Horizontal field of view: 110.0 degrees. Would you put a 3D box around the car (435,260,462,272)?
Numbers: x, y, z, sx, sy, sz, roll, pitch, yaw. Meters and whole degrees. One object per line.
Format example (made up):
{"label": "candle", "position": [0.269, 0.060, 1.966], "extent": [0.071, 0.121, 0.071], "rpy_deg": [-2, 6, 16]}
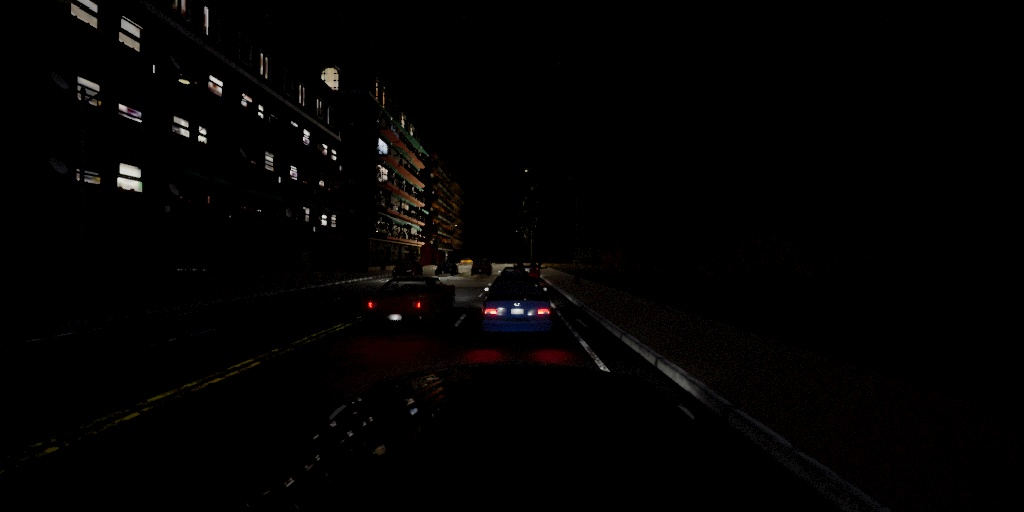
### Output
{"label": "car", "position": [-6.540, 1.279, 36.316], "extent": [1.812, 1.442, 4.674], "rpy_deg": [0, 0, 0]}

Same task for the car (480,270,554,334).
{"label": "car", "position": [0.117, 1.299, 10.597], "extent": [2.033, 1.411, 5.357], "rpy_deg": [0, 0, 0]}

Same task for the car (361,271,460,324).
{"label": "car", "position": [-3.135, 1.352, 11.890], "extent": [1.895, 1.301, 4.718], "rpy_deg": [0, 0, 0]}

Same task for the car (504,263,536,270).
{"label": "car", "position": [0.128, 1.317, 20.930], "extent": [1.994, 1.385, 4.181], "rpy_deg": [0, 0, 1]}

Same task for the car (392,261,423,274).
{"label": "car", "position": [-9.794, 1.231, 33.929], "extent": [1.882, 1.535, 5.008], "rpy_deg": [0, 0, 0]}

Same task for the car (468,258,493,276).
{"label": "car", "position": [-3.088, 1.231, 37.143], "extent": [1.882, 1.535, 5.008], "rpy_deg": [0, 0, 0]}

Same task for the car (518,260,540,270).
{"label": "car", "position": [1.187, 1.105, 29.865], "extent": [2.097, 1.767, 4.553], "rpy_deg": [0, 0, 0]}
